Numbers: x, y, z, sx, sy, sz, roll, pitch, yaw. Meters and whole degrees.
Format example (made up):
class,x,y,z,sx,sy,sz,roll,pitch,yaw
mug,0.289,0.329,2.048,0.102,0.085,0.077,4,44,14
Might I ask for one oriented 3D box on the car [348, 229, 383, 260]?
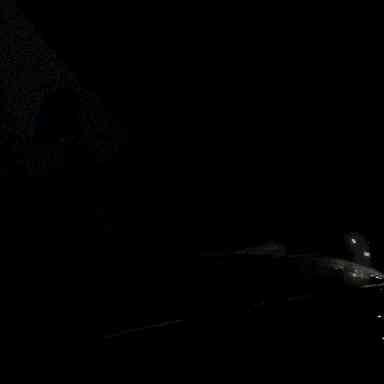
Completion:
class,x,y,z,sx,sy,sz,roll,pitch,yaw
car,7.835,1.484,10.688,5.357,1.411,2.033,0,0,-15
